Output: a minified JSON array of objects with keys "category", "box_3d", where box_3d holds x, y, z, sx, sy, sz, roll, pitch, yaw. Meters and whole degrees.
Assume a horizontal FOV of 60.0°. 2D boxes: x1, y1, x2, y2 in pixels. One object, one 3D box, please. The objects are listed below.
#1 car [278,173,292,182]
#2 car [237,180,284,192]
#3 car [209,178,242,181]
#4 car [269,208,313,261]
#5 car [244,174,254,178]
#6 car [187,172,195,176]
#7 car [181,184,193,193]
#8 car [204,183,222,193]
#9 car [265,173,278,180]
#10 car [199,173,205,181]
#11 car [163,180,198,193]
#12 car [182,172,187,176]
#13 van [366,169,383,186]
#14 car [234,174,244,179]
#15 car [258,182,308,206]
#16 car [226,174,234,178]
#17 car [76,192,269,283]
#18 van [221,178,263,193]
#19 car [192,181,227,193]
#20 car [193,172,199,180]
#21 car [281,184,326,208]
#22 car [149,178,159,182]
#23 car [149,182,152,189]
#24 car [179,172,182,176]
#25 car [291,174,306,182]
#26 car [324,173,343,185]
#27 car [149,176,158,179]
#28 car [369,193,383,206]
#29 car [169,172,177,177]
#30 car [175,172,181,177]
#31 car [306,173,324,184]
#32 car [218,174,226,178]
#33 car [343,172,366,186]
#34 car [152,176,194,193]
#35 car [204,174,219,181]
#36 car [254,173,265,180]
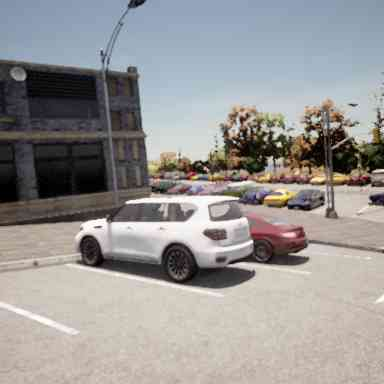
[{"category":"car","box_3d":[16.491,-2.159,54.413,2.002,1.452,4.674,0,6,42]},{"category":"car","box_3d":[7.021,0.169,33.759,2.185,1.767,4.553,-1,7,40]},{"category":"car","box_3d":[4.811,-0.773,47.785,1.882,1.535,5.008,-7,6,-28]},{"category":"car","box_3d":[1.521,1.409,11.367,4.674,1.452,2.002,-1,0,35]},{"category":"car","box_3d":[12.404,-2.729,62.288,2.185,1.767,4.553,1,7,43]},{"category":"car","box_3d":[1.968,-3.734,83.479,5.366,1.575,1.946,-8,7,-44]},{"category":"car","box_3d":[1.235,-0.181,44.375,2.002,1.452,4.674,0,7,42]},{"category":"car","box_3d":[4.106,0.040,39.062,2.231,1.521,4.892,0,7,41]},{"category":"car","box_3d":[15.078,-2.453,56.994,2.185,1.767,4.553,1,6,43]},{"category":"car","box_3d":[4.562,-3.575,78.202,4.553,1.767,2.185,-8,6,-44]},{"category":"car","box_3d":[-1.573,-0.448,49.713,2.002,1.452,4.674,0,8,42]},{"category":"car","box_3d":[0.862,-4.153,86.312,5.566,2.045,2.435,-8,6,-44]},{"category":"van","box_3d":[23.556,-1.780,41.354,1.878,1.987,4.442,1,6,41]},{"category":"car","box_3d":[11.044,-2.738,64.915,2.097,1.535,5.008,1,6,44]},{"category":"car","box_3d":[8.666,0.386,31.313,1.946,1.575,5.366,-1,7,40]},{"category":"car","box_3d":[9.712,-2.845,67.541,2.163,1.488,4.792,2,7,44]},{"category":"car","box_3d":[-0.983,1.164,9.648,5.566,2.045,2.435,-1,0,35]},{"category":"van","box_3d":[5.629,-0.074,36.493,1.878,1.987,4.442,-1,7,41]},{"category":"car","box_3d":[2.674,-0.051,41.717,2.002,1.452,4.674,0,7,41]},{"category":"car","box_3d":[3.334,-3.599,80.917,4.892,1.521,2.231,-8,6,-44]},{"category":"car","box_3d":[9.881,0.586,28.510,2.163,1.488,4.792,0,7,40]},{"category":"car","box_3d":[-7.014,-1.043,60.488,2.097,1.535,5.008,1,8,44]},{"category":"car","box_3d":[-4.339,-0.760,55.082,2.097,1.535,5.008,0,7,43]},{"category":"car","box_3d":[-0.387,-4.018,88.994,4.792,1.488,2.163,-8,7,-44]},{"category":"car","box_3d":[17.893,-2.029,51.807,2.002,1.452,4.674,0,6,42]},{"category":"car","box_3d":[20.859,-1.836,46.755,1.946,1.575,5.366,0,6,41]},{"category":"car","box_3d":[-9.632,-1.459,65.925,2.185,1.767,4.553,1,8,44]},{"category":"car","box_3d":[16.518,0.436,25.805,1.895,1.301,4.718,-7,5,-32]},{"category":"car","box_3d":[-2.962,-4.336,94.296,5.366,1.575,1.946,-8,7,-44]},{"category":"car","box_3d":[-1.580,-4.175,91.746,4.792,1.488,2.163,-8,6,-44]},{"category":"car","box_3d":[19.190,-1.925,49.065,1.946,1.575,5.366,1,6,42]},{"category":"car","box_3d":[8.445,-2.993,70.250,2.163,1.488,4.792,1,6,44]},{"category":"car","box_3d":[22.151,-1.811,44.000,2.185,1.767,4.553,0,6,41]},{"category":"car","box_3d":[-2.971,-0.876,52.393,2.435,2.045,5.566,0,7,43]},{"category":"car","box_3d":[5.848,-3.306,75.551,2.097,1.535,5.008,1,6,45]},{"category":"car","box_3d":[13.864,-2.487,59.785,1.946,1.575,5.366,1,6,43]}]
